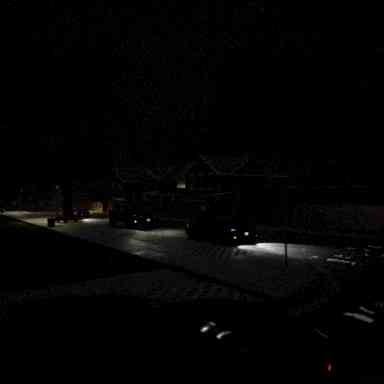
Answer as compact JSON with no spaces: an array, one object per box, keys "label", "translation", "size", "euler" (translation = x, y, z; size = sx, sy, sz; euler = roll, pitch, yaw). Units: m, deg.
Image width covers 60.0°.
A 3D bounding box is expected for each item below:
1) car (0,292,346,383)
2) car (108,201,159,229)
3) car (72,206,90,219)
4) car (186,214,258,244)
[{"label":"car","translation":[-1.180,1.548,2.107],"size":[5.357,1.411,2.033],"euler":[0,0,-36]},{"label":"car","translation":[-4.754,1.740,26.260],"size":[2.150,2.045,5.566],"euler":[0,-1,-36]},{"label":"car","translation":[-13.194,2.355,38.076],"size":[1.994,1.385,4.181],"euler":[0,-1,-36]},{"label":"car","translation":[1.471,1.865,17.577],"size":[1.994,1.385,4.181],"euler":[0,-1,-35]}]
